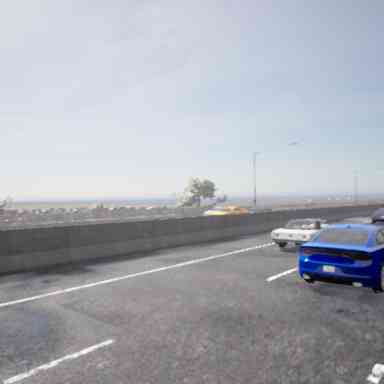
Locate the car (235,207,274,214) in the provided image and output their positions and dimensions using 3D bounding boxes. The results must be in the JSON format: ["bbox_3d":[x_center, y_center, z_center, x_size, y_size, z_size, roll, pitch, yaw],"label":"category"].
[{"bbox_3d":[6.730,2.286,33.468,1.837,1.490,4.892,-2,-2,41],"label":"car"}]

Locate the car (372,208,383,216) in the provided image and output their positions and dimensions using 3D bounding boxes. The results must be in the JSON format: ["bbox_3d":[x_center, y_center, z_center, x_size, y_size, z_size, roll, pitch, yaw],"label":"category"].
[{"bbox_3d":[17.344,2.093,29.382,1.994,1.385,4.181,-2,-2,41],"label":"car"}]

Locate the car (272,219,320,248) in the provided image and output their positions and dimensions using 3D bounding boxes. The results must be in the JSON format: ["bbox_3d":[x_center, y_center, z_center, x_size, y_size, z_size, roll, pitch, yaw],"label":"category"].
[{"bbox_3d":[5.752,1.946,16.036,1.895,1.301,4.718,-2,-2,41],"label":"car"}]

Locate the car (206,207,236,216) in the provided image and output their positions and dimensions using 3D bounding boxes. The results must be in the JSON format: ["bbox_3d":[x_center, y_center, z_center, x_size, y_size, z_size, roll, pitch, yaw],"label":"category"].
[{"bbox_3d":[4.112,2.354,35.789,1.882,1.535,5.008,-2,-2,41],"label":"car"}]

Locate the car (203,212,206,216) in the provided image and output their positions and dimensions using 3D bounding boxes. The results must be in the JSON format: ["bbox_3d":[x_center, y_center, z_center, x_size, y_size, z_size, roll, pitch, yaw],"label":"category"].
[{"bbox_3d":[3.315,2.527,40.201,1.812,1.442,4.674,-2,-2,41],"label":"car"}]

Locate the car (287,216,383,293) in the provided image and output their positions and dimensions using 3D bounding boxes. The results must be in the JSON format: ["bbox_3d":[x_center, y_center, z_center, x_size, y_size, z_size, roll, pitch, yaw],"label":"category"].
[{"bbox_3d":[4.820,1.671,9.634,1.882,1.535,5.008,-2,-2,41],"label":"car"}]
